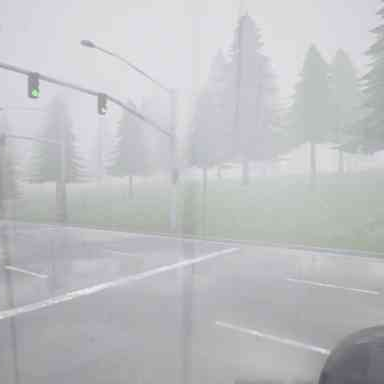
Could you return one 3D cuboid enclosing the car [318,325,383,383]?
[{"bbox_3d":[3.207,1.505,1.698,4.892,1.490,1.837,0,0,36],"label":"car"}]
